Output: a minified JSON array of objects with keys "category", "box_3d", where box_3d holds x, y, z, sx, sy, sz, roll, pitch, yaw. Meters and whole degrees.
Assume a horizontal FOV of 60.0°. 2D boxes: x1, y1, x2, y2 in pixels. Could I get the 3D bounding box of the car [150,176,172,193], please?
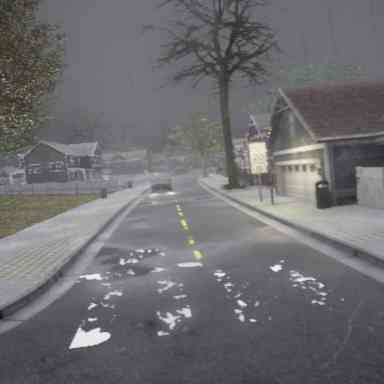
[{"category":"car","box_3d":[-3.143,-0.864,34.246,1.882,1.535,5.008,-6,5,-2]}]
